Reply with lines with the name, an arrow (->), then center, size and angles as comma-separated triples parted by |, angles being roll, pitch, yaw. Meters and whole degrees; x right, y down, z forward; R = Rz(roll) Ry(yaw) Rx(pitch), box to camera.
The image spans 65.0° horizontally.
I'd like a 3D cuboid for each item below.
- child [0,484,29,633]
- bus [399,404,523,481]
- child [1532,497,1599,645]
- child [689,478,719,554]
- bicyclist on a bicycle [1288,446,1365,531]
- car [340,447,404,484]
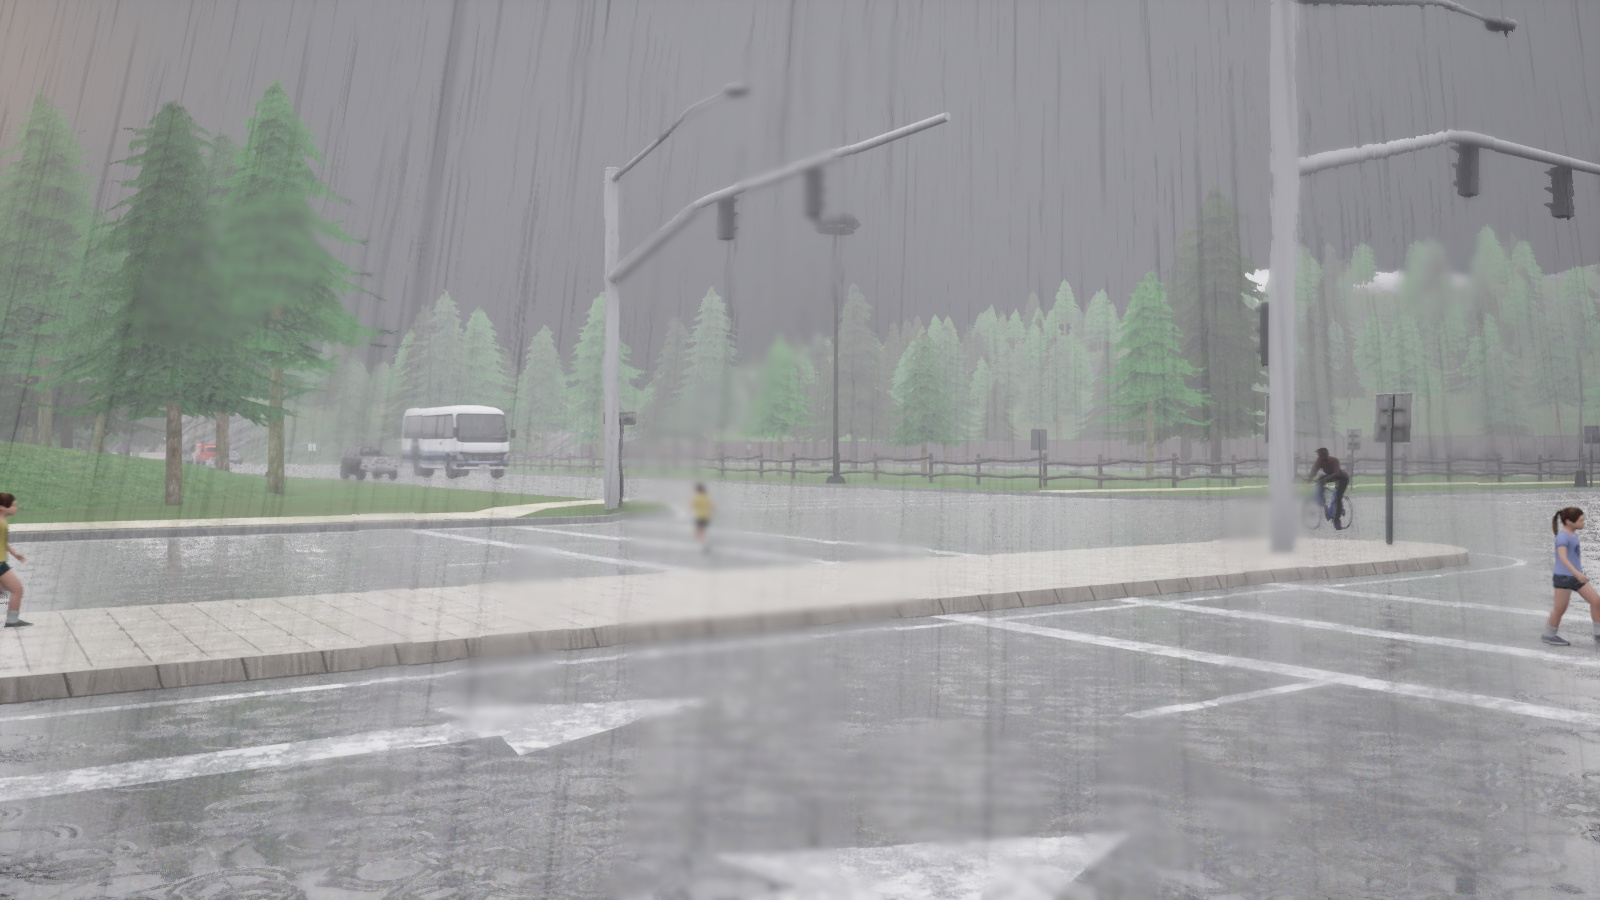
child -> -6.093, 0.818, 9.529 | 0.394, 1.110, 0.255 | 0, 0, -34
bus -> -20.363, -0.406, 74.788 | 3.944, 4.253, 10.273 | 0, 0, -34
child -> 5.955, 0.925, 9.754 | 0.255, 1.110, 0.394 | 0, 0, -38
child -> -1.424, 0.972, 18.612 | 0.255, 1.110, 0.394 | 0, 0, -43
bicyclist on a bicycle -> 10.334, 0.736, 24.628 | 1.656, 1.620, 0.582 | 0, 0, -34
car -> -22.229, 0.768, 65.121 | 1.932, 1.855, 4.605 | 0, 0, -34
